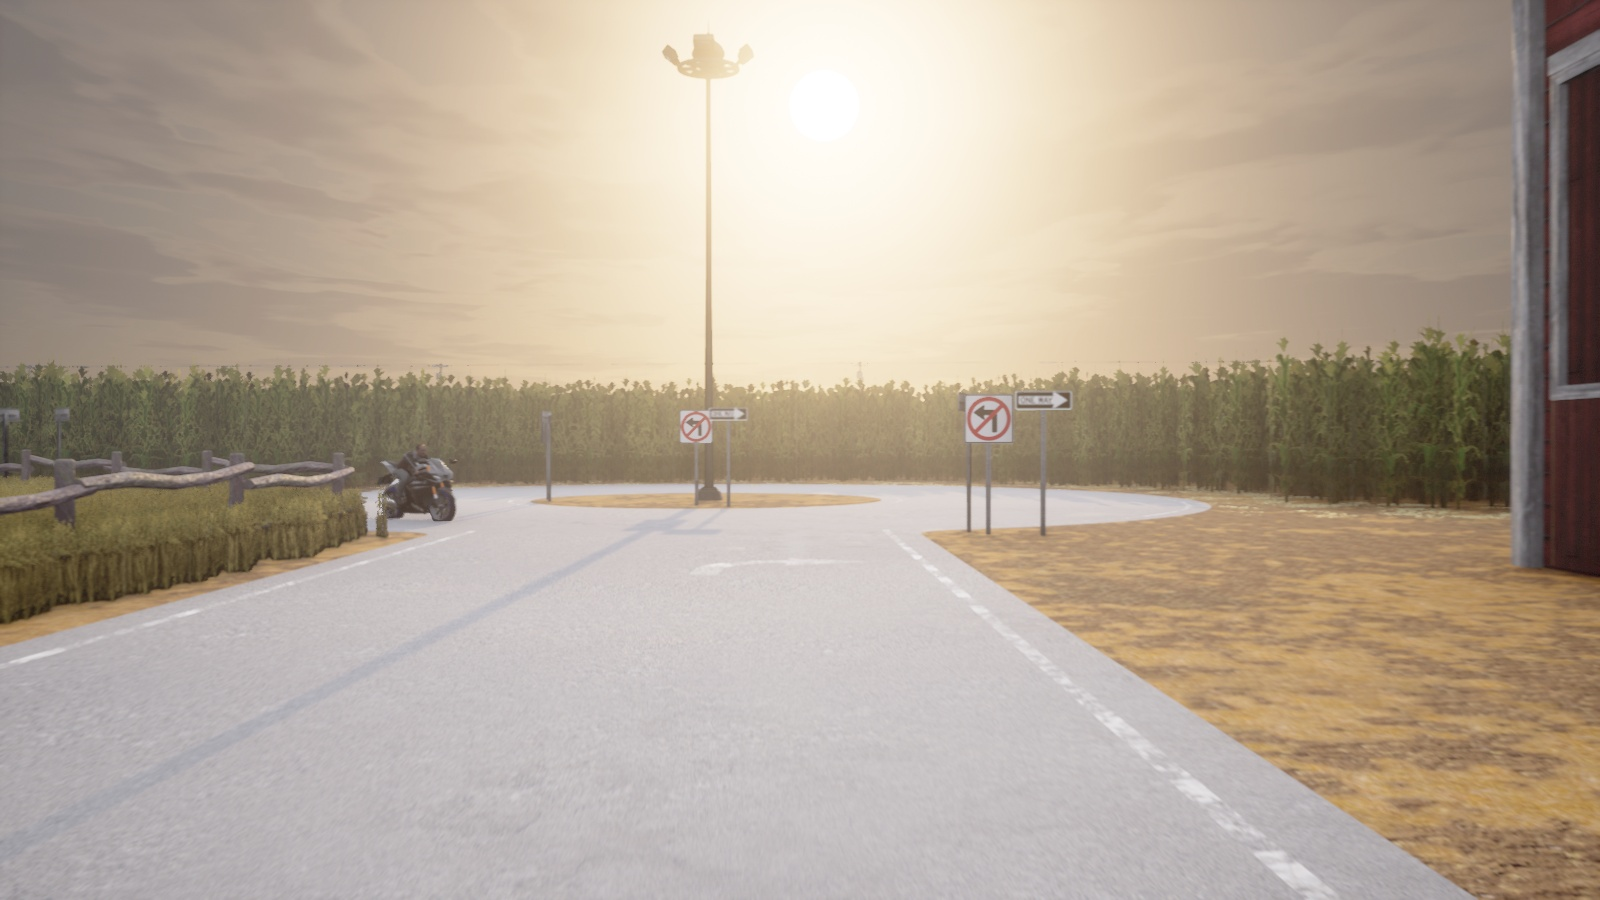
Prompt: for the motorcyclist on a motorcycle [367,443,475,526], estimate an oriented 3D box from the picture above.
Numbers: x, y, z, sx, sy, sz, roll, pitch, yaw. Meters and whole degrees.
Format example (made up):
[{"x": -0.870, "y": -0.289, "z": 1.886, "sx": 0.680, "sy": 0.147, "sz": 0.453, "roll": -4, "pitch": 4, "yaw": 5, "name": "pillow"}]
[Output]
[{"x": -7.308, "y": 0.641, "z": 24.170, "sx": 2.191, "sy": 1.530, "sz": 0.866, "roll": 0, "pitch": 0, "yaw": 37, "name": "motorcyclist on a motorcycle"}]
